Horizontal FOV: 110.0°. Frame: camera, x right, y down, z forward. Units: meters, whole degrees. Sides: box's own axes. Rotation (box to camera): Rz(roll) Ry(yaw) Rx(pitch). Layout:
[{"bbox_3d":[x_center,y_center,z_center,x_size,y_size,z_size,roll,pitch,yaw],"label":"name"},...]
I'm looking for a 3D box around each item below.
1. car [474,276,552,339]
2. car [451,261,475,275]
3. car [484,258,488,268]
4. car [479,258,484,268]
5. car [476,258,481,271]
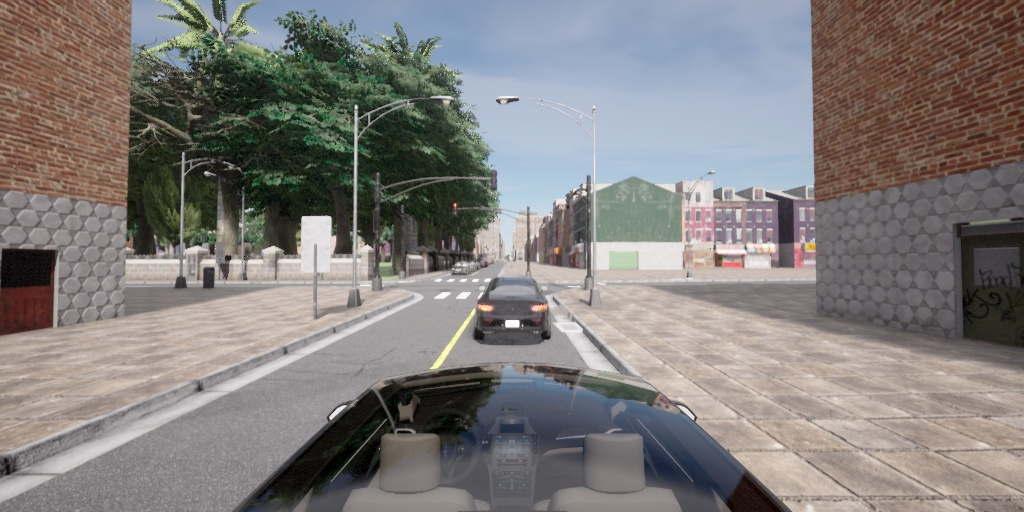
[{"bbox_3d":[0.031,1.275,9.921,1.812,1.442,4.674,0,0,1],"label":"car"},{"bbox_3d":[-5.493,1.314,38.784,2.007,1.370,4.403,0,0,0],"label":"car"},{"bbox_3d":[-5.632,1.386,62.269,1.802,1.307,4.207,0,0,0],"label":"car"},{"bbox_3d":[-5.555,1.346,51.370,1.948,1.339,4.313,0,0,0],"label":"car"},{"bbox_3d":[-5.517,1.322,45.920,2.007,1.370,4.403,0,0,0],"label":"car"}]
